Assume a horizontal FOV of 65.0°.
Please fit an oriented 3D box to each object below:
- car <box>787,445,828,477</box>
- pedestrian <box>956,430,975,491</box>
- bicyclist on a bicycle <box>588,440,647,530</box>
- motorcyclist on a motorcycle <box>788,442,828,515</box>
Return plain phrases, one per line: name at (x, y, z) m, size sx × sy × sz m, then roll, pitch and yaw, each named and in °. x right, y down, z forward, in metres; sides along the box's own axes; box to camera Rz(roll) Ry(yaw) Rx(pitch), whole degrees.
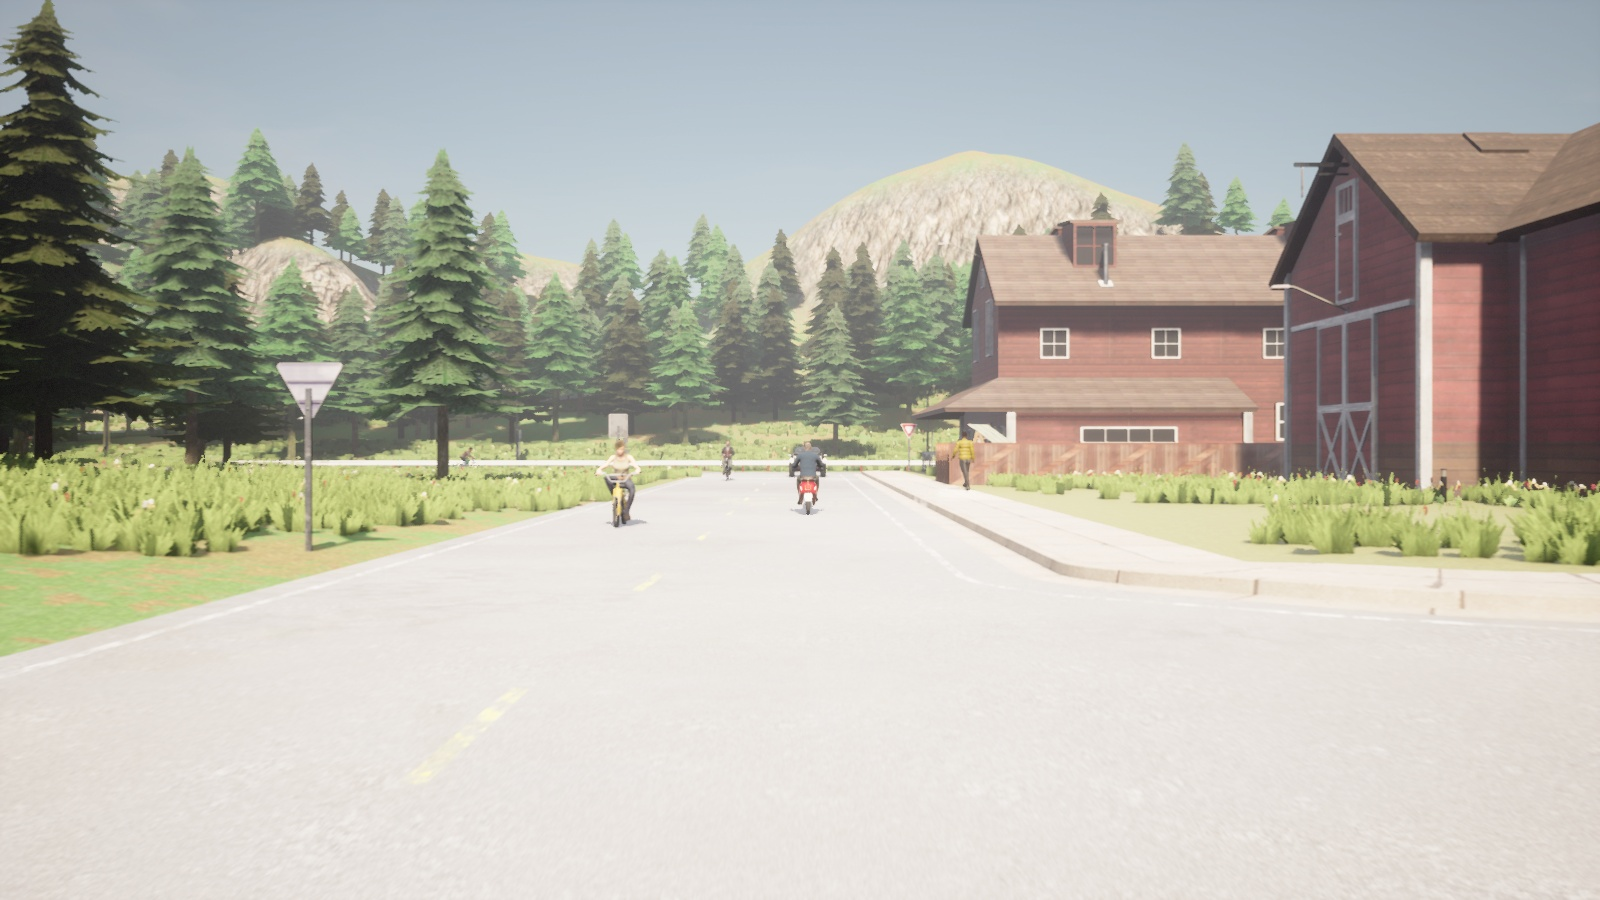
car at (0.375, 0.532, 62.510) m, size 2.007 × 1.525 × 4.514 m, roll 0°, pitch 0°, yaw 0°
pedestrian at (5.045, 0.309, 38.223) m, size 0.431 × 1.840 × 0.709 m, roll 0°, pitch 0°, yaw -4°
bicyclist on a bicycle at (-3.359, 0.620, 23.255) m, size 0.866 × 1.612 × 1.509 m, roll 0°, pitch 0°, yaw 0°
motorcyclist on a motorcycle at (0.182, 0.628, 28.351) m, size 0.866 × 1.590 × 1.817 m, roll 0°, pitch 0°, yaw 0°
